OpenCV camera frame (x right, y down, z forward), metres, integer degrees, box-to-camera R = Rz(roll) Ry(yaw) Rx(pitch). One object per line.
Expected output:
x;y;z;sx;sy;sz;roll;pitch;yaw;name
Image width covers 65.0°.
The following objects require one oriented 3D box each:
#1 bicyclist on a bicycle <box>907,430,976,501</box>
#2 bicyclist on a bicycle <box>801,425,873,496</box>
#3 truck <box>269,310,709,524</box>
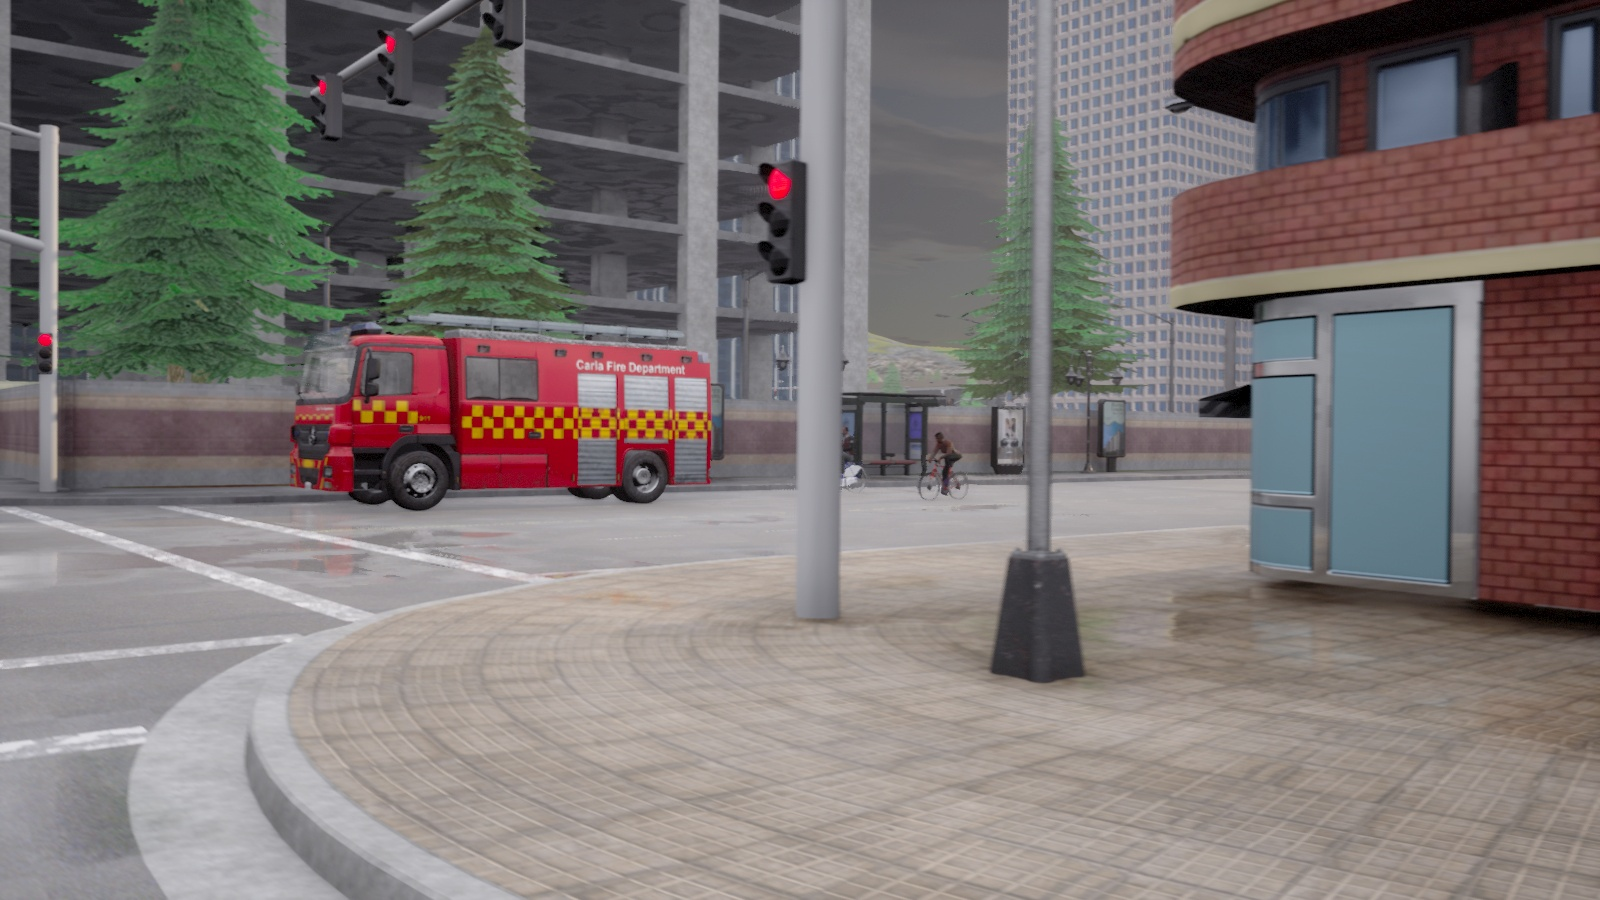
3.335;0.340;29.523;1.656;1.620;0.582;-1;1;-39;bicyclist on a bicycle
0.948;0.245;32.094;1.843;1.776;0.659;-1;1;-39;bicyclist on a bicycle
-6.247;-0.657;26.291;8.468;3.827;2.891;-1;1;-39;truck
